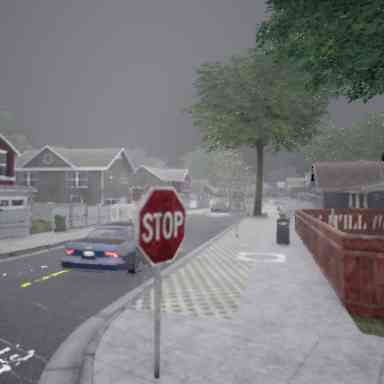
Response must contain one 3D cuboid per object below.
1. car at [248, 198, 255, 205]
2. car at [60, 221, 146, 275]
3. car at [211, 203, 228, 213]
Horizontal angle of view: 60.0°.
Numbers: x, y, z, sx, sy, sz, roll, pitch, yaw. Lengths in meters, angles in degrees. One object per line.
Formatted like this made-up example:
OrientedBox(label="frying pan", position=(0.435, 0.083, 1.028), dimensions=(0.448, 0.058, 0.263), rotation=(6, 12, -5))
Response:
OrientedBox(label="car", position=(17.391, 2.902, 92.560), dimensions=(1.895, 1.301, 4.718), rotation=(0, -1, 6))
OrientedBox(label="car", position=(-2.095, 1.697, 11.127), dimensions=(2.033, 1.411, 5.357), rotation=(0, -1, 14))
OrientedBox(label="car", position=(4.003, 2.256, 47.615), dimensions=(1.994, 1.385, 4.181), rotation=(0, -1, 14))
